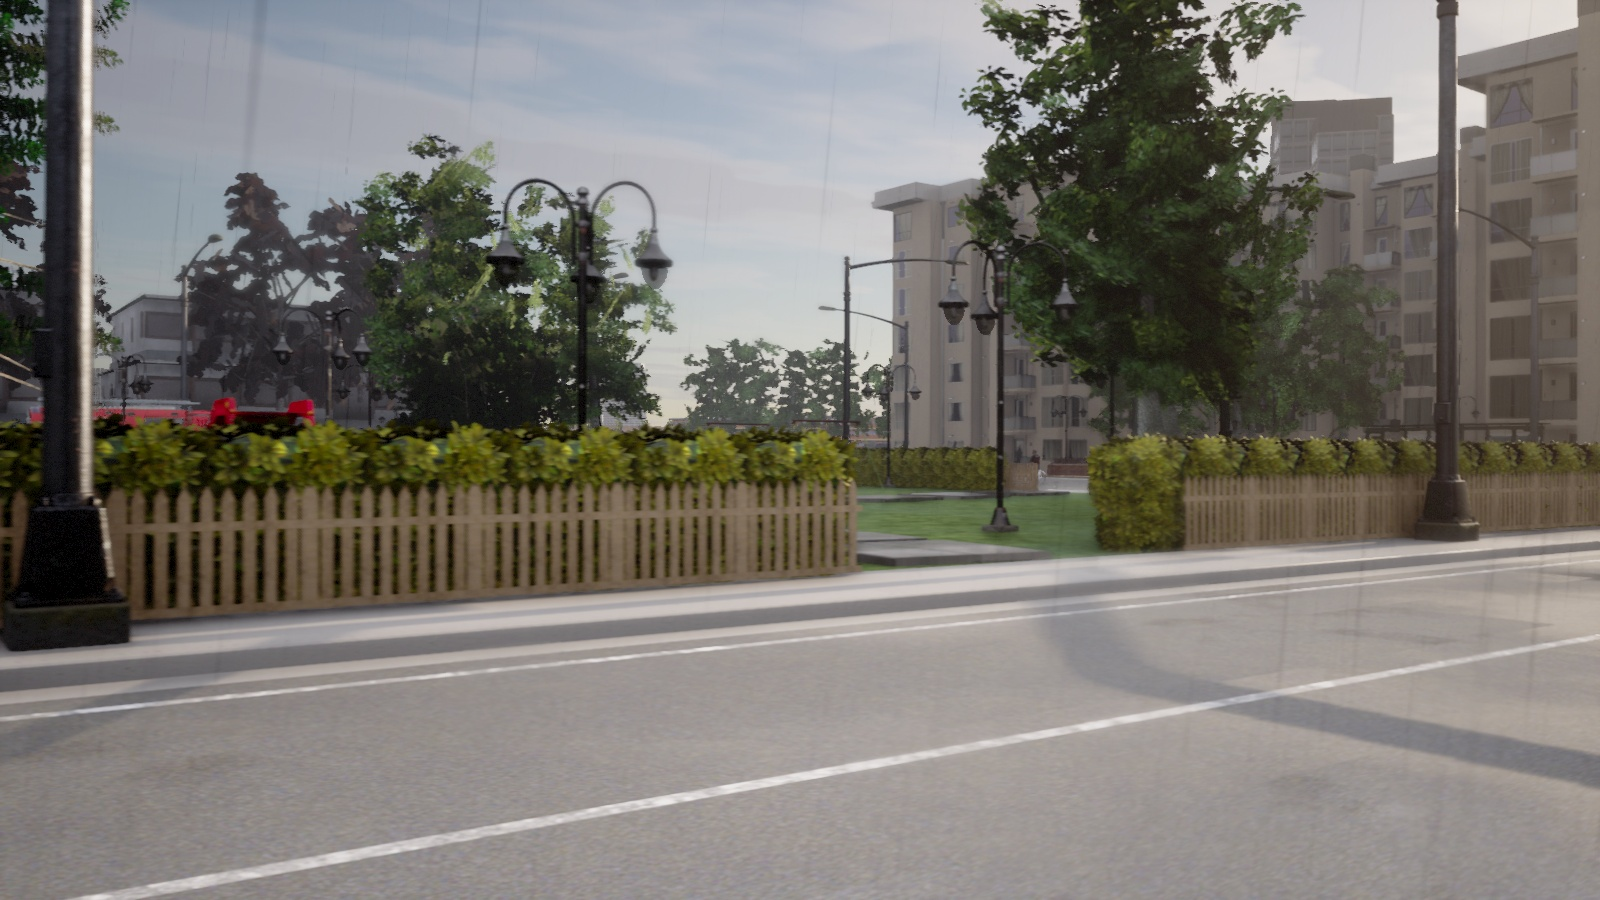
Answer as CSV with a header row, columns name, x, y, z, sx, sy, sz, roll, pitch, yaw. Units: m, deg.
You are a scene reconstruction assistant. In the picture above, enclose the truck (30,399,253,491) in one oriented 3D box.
name,x,y,z,sx,sy,sz,roll,pitch,yaw
truck,-29.177,-0.208,55.818,8.468,3.827,2.891,0,0,-35
